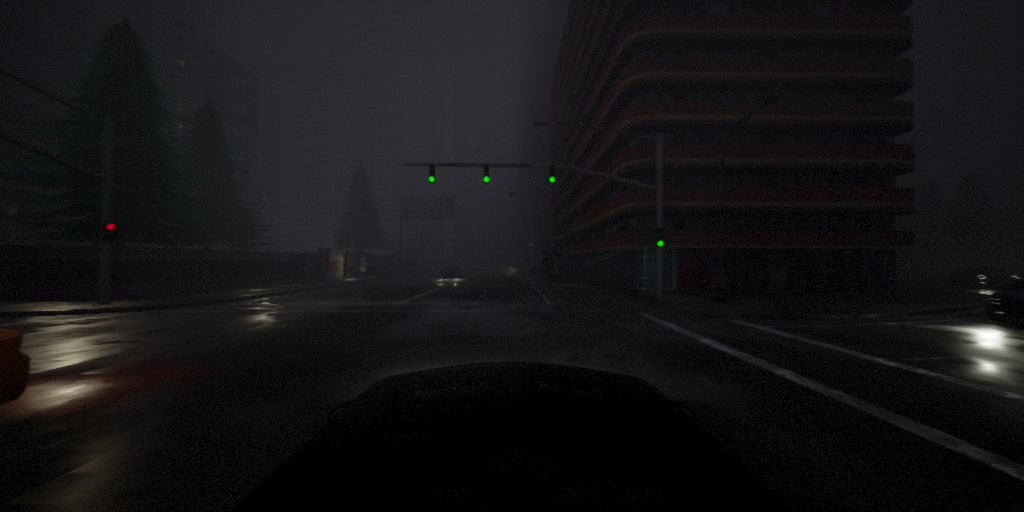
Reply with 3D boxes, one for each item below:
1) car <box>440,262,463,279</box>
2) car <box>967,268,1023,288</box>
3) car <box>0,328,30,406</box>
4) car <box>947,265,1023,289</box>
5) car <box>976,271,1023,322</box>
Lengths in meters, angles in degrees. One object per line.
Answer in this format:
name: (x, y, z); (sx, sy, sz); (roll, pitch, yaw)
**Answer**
car: (-6.983, 1.795, 41.044); (1.882, 1.535, 5.008); (0, 0, 0)
car: (40.569, 1.735, 29.428); (1.837, 1.490, 4.892); (0, -1, 23)
car: (-6.994, 1.254, 2.307); (1.882, 1.535, 5.008); (0, -1, 0)
car: (35.295, 1.527, 26.962); (2.097, 1.767, 4.553); (0, -1, 29)
car: (17.651, 1.386, 11.598); (5.008, 1.535, 1.882); (0, -1, -23)
